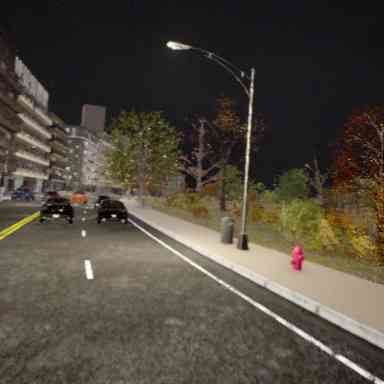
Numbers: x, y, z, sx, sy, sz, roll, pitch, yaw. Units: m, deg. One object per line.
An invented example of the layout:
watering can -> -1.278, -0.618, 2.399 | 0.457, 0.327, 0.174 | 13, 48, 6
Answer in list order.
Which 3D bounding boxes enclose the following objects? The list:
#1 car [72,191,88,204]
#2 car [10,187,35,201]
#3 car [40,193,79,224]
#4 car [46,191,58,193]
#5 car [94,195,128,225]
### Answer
car -> -15.568, 0.636, 46.143 | 2.097, 1.767, 4.553 | 4, 0, -14
car -> -21.460, 0.217, 42.403 | 2.097, 1.767, 4.553 | 4, -1, -14
car -> -8.363, 1.073, 20.980 | 1.837, 1.490, 4.892 | 4, 0, -18
car -> -18.632, 0.593, 44.380 | 1.812, 1.442, 4.674 | 4, 0, -14
car -> -5.439, 1.251, 22.472 | 1.882, 1.535, 5.008 | 4, 0, -17
